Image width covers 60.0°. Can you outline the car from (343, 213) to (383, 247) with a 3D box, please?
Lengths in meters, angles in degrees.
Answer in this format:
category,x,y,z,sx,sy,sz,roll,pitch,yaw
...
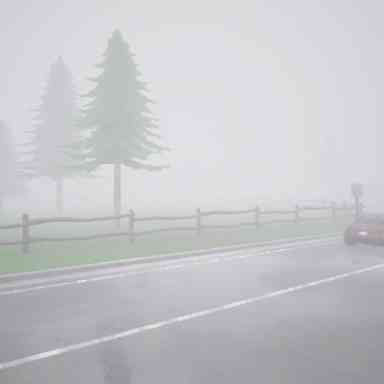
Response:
category,x,y,z,sx,sy,sz,roll,pitch,yaw
car,8.269,1.569,14.066,4.181,1.385,1.994,0,0,-35
